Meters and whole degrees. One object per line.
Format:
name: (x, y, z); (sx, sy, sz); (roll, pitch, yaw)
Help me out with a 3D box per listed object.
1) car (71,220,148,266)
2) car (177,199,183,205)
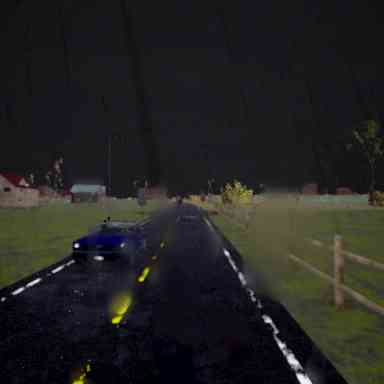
car: (-2.846, 1.766, 12.429); (1.895, 1.301, 4.718); (0, -1, 0)
car: (-3.254, 2.758, 90.097); (1.837, 1.490, 4.892); (0, -1, -2)
